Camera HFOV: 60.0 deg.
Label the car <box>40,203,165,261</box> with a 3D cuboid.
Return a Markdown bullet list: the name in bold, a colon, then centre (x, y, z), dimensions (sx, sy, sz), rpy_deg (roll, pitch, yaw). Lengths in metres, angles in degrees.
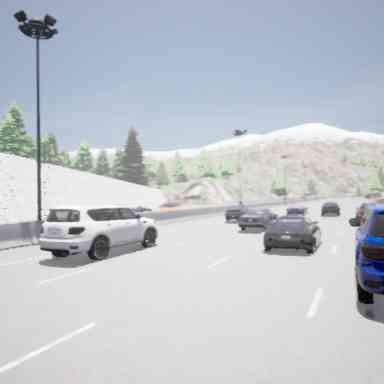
- **car**: centre (-3.612, 1.536, 14.002), dimensions (2.150, 2.045, 5.566), rpy_deg (-2, -1, 26)

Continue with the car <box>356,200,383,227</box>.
- **car**: centre (13.464, 1.526, 24.938), dimensions (2.097, 1.767, 4.553), rpy_deg (-2, -1, 26)

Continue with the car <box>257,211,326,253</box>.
- **car**: centre (4.521, 1.735, 14.659), dimensions (1.994, 1.385, 4.181), rpy_deg (-2, -1, 26)

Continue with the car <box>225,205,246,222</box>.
- **car**: centre (4.579, 1.933, 30.650), dimensions (2.128, 1.511, 4.902), rpy_deg (-2, -1, 26)

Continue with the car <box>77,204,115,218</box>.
- **car**: centre (-12.498, 2.468, 43.741), dimensions (1.882, 1.535, 5.008), rpy_deg (-2, -1, 26)

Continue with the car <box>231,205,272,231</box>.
- **car**: centre (4.729, 1.856, 23.012), dimensions (2.033, 1.411, 5.357), rpy_deg (-2, -1, 26)

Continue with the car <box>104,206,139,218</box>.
- **car**: centre (-9.034, 2.564, 42.833), dimensions (1.895, 1.301, 4.718), rpy_deg (-2, -1, 26)

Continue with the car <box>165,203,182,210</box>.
- **car**: centre (-2.889, 2.083, 39.494), dimensions (2.097, 1.767, 4.553), rpy_deg (-2, -1, 26)

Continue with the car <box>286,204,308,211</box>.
- **car**: centre (12.193, 2.024, 38.207), dimensions (1.895, 1.301, 4.718), rpy_deg (-2, -1, 26)

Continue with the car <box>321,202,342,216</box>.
- **car**: centre (15.515, 1.847, 37.035), dimensions (1.837, 1.490, 4.892), rpy_deg (-2, -1, 26)

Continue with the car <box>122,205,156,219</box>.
- **car**: centre (-6.376, 2.380, 40.338), dimensions (1.994, 1.385, 4.181), rpy_deg (-2, -1, 26)

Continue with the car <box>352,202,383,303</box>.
- **car**: centre (5.125, 1.268, 7.981), dimensions (2.150, 2.045, 5.566), rpy_deg (-2, -1, 26)
